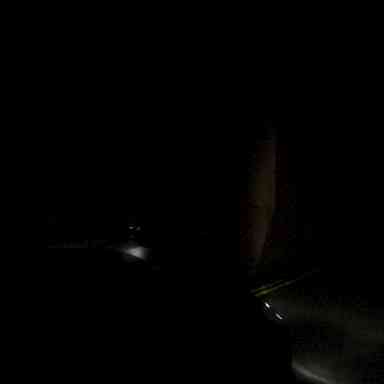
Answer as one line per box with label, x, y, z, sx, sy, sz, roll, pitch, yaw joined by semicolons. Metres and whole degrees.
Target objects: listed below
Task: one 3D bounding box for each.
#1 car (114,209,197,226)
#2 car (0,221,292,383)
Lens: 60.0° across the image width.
car;-1.761;1.669;17.425;1.882;1.535;5.008;0;-1;41
car;-1.029;1.390;3.384;4.553;1.767;2.097;0;-1;-37
